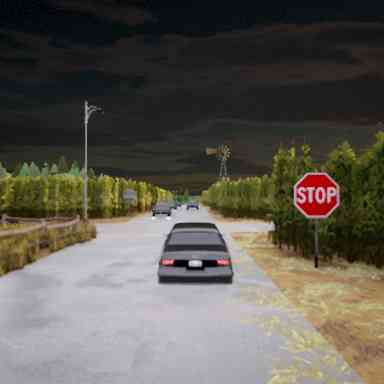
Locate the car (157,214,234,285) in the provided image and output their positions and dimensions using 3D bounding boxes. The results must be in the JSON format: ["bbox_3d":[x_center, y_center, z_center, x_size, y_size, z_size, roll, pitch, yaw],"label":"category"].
[{"bbox_3d":[0.078,1.590,9.655,2.033,1.411,5.357,0,0,0],"label":"car"}]

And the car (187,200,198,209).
[{"bbox_3d":[0.101,2.010,53.644,2.033,1.411,5.357,0,-1,0],"label":"car"}]

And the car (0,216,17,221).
[{"bbox_3d":[-14.146,1.848,21.659,5.357,1.411,2.033,0,-1,0],"label":"car"}]

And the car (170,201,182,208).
[{"bbox_3d":[-3.134,2.373,65.482,1.994,1.385,4.181,0,-2,1],"label":"car"}]

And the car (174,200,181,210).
[{"bbox_3d":[-3.191,1.891,49.740,2.128,1.511,4.902,0,-1,0],"label":"car"}]

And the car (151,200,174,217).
[{"bbox_3d":[-3.155,1.804,35.549,1.837,1.490,4.892,0,-1,-1],"label":"car"}]
